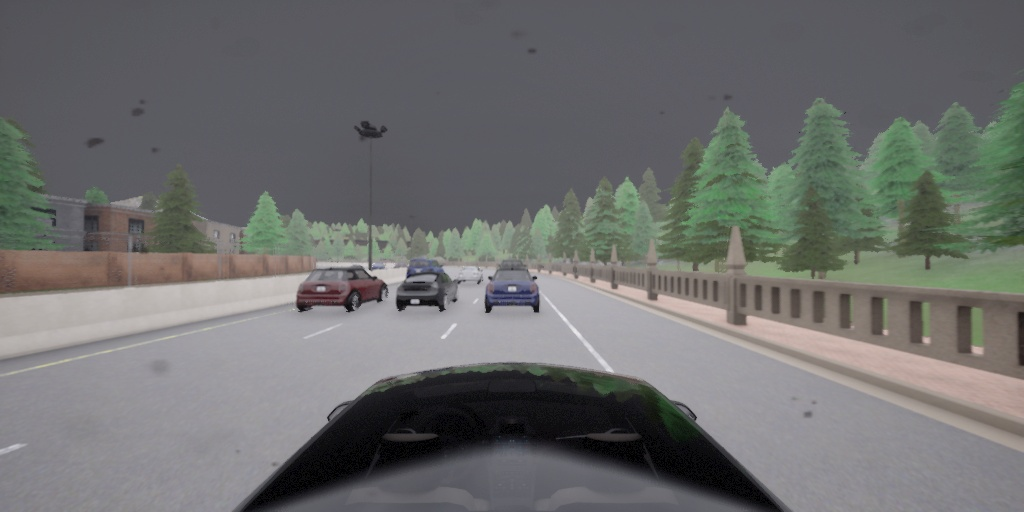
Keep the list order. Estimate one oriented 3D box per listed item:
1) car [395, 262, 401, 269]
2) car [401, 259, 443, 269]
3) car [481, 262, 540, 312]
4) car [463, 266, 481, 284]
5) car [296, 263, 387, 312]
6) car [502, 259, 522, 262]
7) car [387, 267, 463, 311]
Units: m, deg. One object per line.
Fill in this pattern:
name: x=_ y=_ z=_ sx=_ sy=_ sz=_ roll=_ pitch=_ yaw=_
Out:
car: x=-18.686 y=1.755 z=60.783 sx=2.097 sy=1.767 sz=4.553 roll=0 pitch=-1 yaw=-17
car: x=-6.997 y=1.281 z=29.391 sx=2.150 sy=2.045 sz=5.566 roll=0 pitch=0 yaw=0
car: x=0.023 y=1.251 z=15.253 sx=2.097 sy=1.767 sz=4.553 roll=0 pitch=-1 yaw=0
car: x=-3.514 y=1.596 z=30.724 sx=1.812 sy=1.442 sz=4.674 roll=0 pitch=0 yaw=-1
car: x=-6.977 y=1.251 z=15.256 sx=2.097 sy=1.767 sz=4.553 roll=0 pitch=-1 yaw=0
car: x=0.002 y=1.281 z=29.400 sx=2.150 sy=2.045 sz=5.566 roll=0 pitch=0 yaw=0
car: x=-3.477 y=1.408 z=15.357 sx=1.837 sy=1.490 sz=4.892 roll=0 pitch=0 yaw=0
